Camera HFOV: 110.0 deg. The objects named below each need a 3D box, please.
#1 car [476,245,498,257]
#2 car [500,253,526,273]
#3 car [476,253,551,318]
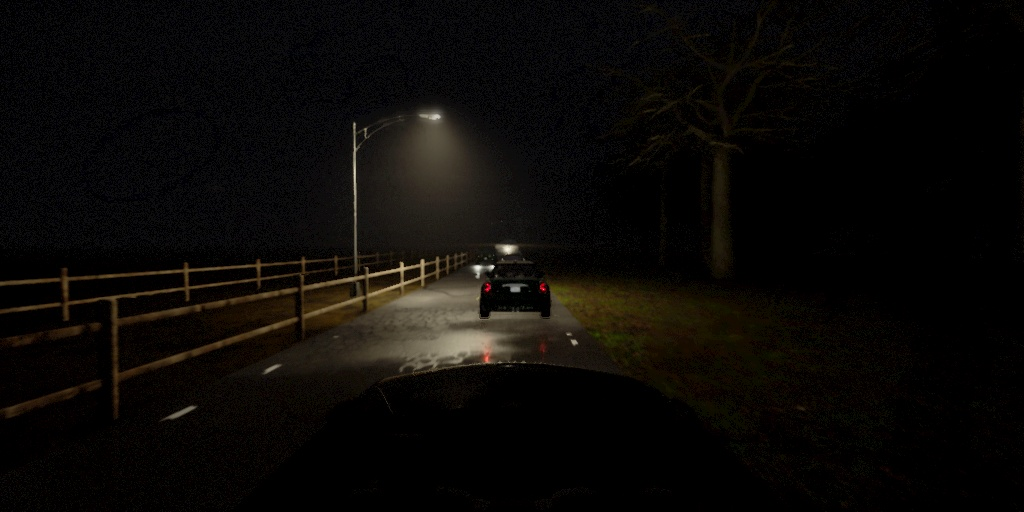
[{"bbox_3d":[-2.757,-0.190,40.106,2.150,2.045,5.566,0,2,0],"label":"car"},{"bbox_3d":[0.096,0.520,30.474,2.033,1.411,5.357,0,2,0],"label":"car"},{"bbox_3d":[0.096,0.915,12.260,2.097,1.767,4.553,0,1,0],"label":"car"}]
